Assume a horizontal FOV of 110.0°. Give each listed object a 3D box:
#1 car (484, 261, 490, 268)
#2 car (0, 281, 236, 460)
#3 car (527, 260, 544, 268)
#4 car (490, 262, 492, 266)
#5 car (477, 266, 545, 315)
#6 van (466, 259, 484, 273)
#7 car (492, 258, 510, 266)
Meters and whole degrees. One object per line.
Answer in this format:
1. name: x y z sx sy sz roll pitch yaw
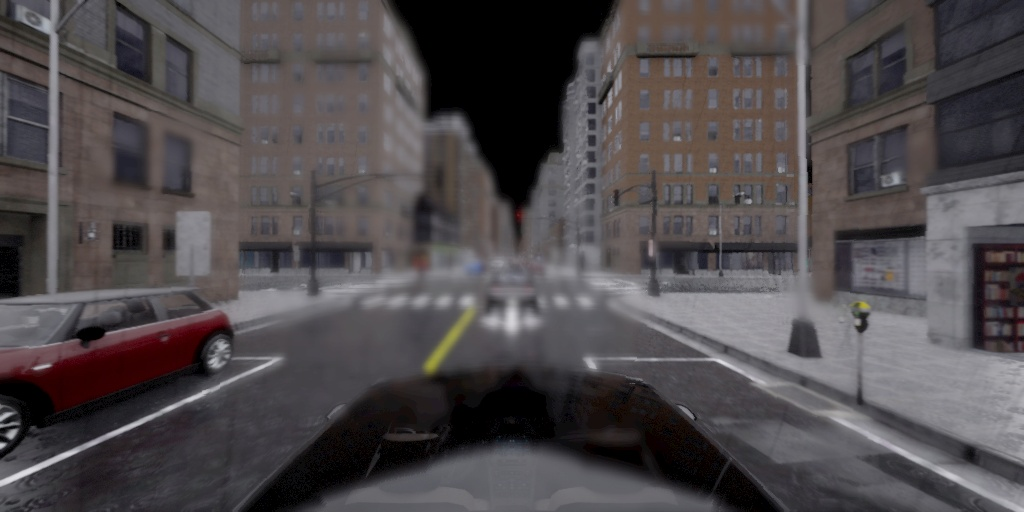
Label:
1. car: -5.066 1.392 54.007 2.192 1.841 5.009 0 0 1
2. car: -5.857 1.206 4.601 1.967 1.591 4.097 0 0 0
3. car: 3.338 1.478 48.305 1.967 1.591 4.097 0 0 1
4. car: -4.945 1.680 59.530 1.948 1.339 4.313 0 0 1
5. car: 0.042 1.312 13.889 2.128 1.511 4.902 0 0 1
6. van: -5.186 1.380 48.485 1.690 1.789 3.998 0 0 1
7. car: -2.023 1.364 63.716 2.150 2.045 5.566 0 0 2
